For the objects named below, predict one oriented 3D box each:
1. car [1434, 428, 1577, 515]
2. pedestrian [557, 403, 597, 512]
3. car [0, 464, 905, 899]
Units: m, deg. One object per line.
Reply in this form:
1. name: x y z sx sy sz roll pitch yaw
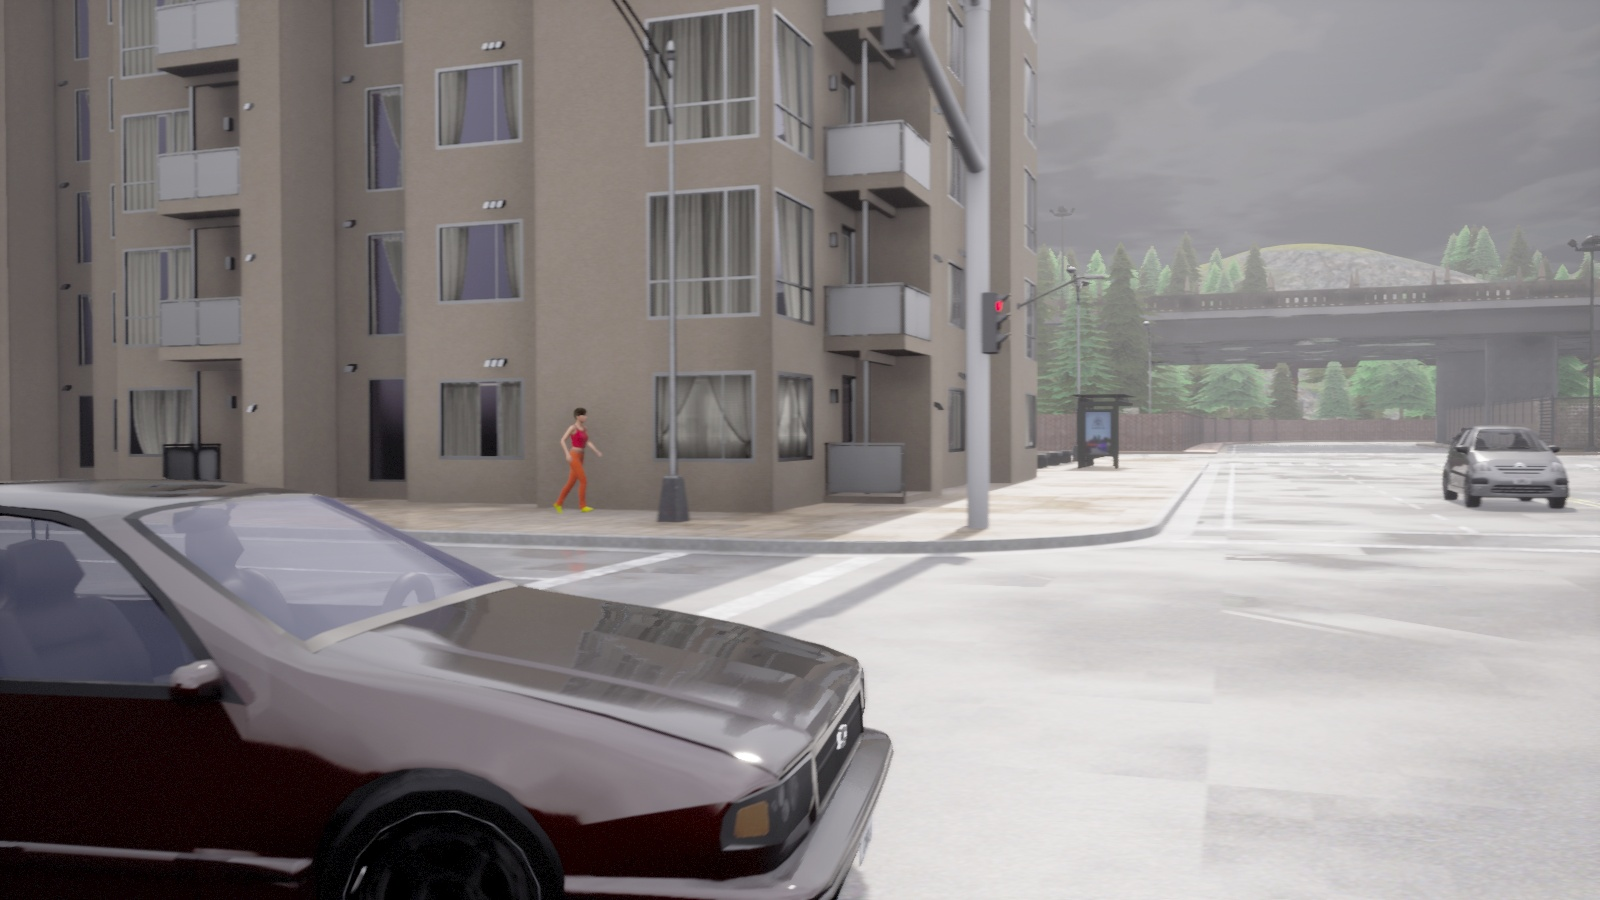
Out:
1. car: 14.317 0.367 25.709 1.851 1.617 3.988 1 1 19
2. pedestrian: -3.812 0.128 21.479 0.594 1.836 0.345 1 1 18
3. car: -2.409 0.795 4.417 5.357 1.411 2.033 0 1 10
